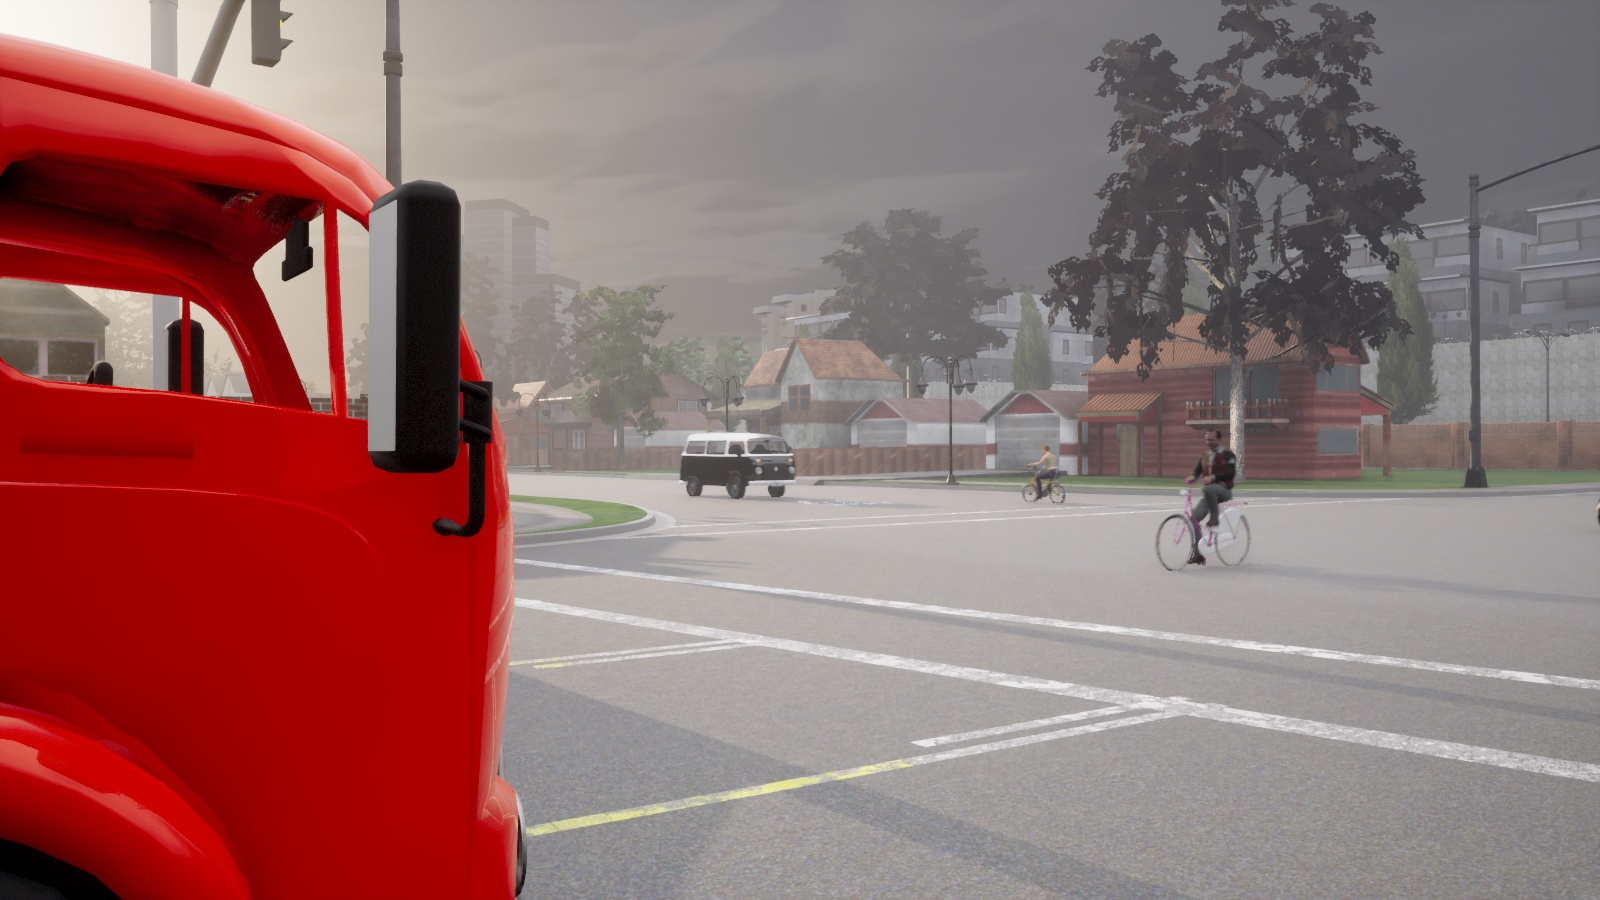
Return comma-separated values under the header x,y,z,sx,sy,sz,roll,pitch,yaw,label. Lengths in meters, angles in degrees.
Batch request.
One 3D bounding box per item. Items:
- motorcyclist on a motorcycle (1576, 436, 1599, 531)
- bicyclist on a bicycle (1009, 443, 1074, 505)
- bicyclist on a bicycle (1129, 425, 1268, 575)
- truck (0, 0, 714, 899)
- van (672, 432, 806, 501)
x,y,z,sx,sy,sz,roll,pitch,yaw,label
14.913,0.575,22.566,2.350,1.649,0.766,-1,0,-35,motorcyclist on a motorcycle
6.508,0.629,33.880,0.866,1.612,1.509,-1,0,-38,bicyclist on a bicycle
4.981,0.597,15.654,1.843,1.776,0.659,0,0,-35,bicyclist on a bicycle
-3.027,0.263,1.582,5.204,2.467,2.627,0,0,-34,truck
-1.975,0.476,39.382,2.069,2.038,4.480,-1,0,-36,van
